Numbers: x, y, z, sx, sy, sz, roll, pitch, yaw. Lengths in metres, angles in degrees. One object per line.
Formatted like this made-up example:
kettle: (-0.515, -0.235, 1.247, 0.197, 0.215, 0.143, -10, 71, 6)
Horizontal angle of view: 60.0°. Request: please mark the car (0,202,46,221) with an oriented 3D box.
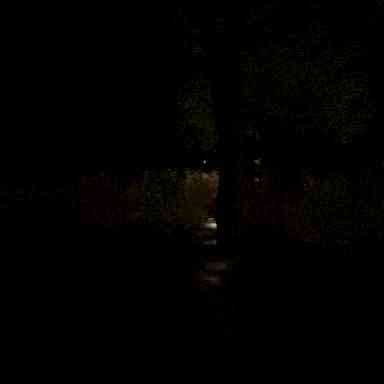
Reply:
car: (-16.097, 1.727, 30.597, 1.882, 1.535, 5.008, -1, -1, 41)
